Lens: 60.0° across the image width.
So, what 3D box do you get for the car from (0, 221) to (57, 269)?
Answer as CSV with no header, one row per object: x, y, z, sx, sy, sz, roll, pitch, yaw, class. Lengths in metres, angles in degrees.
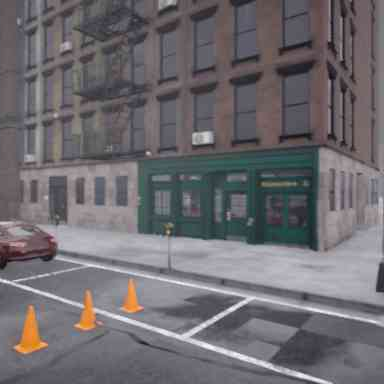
-6.160,1.628,11.070,4.206,1.307,1.802,0,0,36,car

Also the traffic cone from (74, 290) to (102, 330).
-1.776,1.983,5.683,0.340,0.580,0.340,0,0,36,traffic cone

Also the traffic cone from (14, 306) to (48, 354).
-2.361,1.977,4.872,0.340,0.580,0.340,0,0,36,traffic cone

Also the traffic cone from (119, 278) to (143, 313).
-1.192,1.988,6.495,0.340,0.580,0.340,0,0,36,traffic cone
